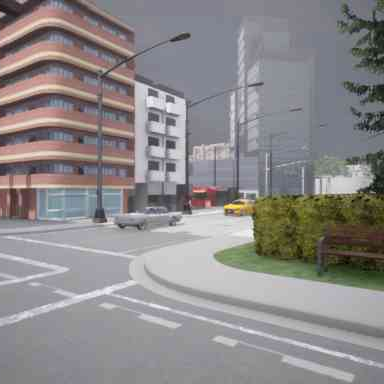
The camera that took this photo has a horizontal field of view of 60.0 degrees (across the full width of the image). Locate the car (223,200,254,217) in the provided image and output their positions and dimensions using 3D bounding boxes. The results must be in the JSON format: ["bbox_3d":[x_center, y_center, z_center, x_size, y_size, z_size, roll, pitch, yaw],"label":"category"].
[{"bbox_3d":[4.779,1.477,31.686,1.882,1.535,5.008,0,0,36],"label":"car"}]

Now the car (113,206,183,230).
[{"bbox_3d":[-2.726,1.601,21.251,1.895,1.301,4.718,0,0,36],"label":"car"}]
